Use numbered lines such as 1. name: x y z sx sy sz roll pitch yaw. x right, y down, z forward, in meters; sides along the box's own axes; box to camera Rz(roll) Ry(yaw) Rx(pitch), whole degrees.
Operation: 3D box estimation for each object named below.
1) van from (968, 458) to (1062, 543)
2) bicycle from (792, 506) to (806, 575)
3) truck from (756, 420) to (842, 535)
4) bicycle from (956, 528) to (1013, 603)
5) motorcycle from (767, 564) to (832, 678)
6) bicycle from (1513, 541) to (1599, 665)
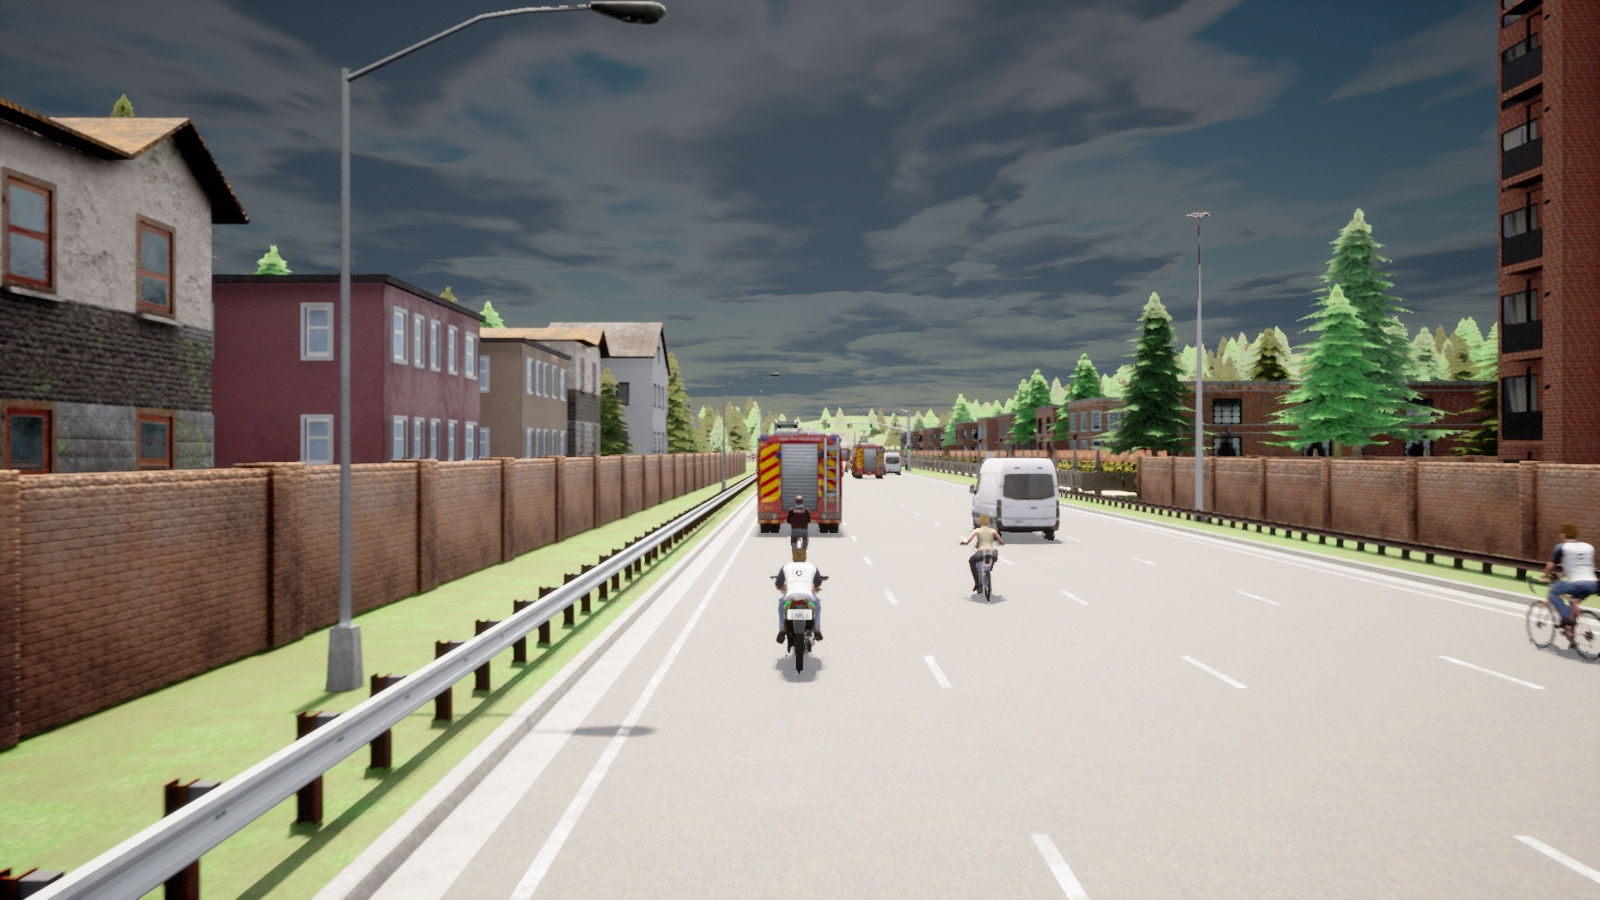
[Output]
1. van: 6.976 1.561 37.737 1.988 2.561 5.915 0 0 0
2. bicycle: -0.022 2.079 26.603 0.329 1.471 1.835 0 0 0
3. truck: -0.027 0.920 42.435 2.891 3.827 8.468 0 0 0
4. bicycle: 3.488 2.173 21.722 0.859 1.277 1.487 0 0 0
5. motorcycle: -0.008 2.197 15.009 0.803 1.199 2.033 0 0 0
6. bicycle: 10.520 2.068 15.731 0.373 1.496 1.643 0 0 0
